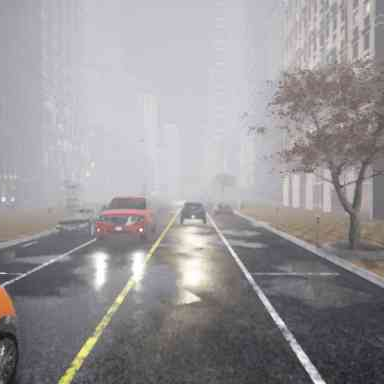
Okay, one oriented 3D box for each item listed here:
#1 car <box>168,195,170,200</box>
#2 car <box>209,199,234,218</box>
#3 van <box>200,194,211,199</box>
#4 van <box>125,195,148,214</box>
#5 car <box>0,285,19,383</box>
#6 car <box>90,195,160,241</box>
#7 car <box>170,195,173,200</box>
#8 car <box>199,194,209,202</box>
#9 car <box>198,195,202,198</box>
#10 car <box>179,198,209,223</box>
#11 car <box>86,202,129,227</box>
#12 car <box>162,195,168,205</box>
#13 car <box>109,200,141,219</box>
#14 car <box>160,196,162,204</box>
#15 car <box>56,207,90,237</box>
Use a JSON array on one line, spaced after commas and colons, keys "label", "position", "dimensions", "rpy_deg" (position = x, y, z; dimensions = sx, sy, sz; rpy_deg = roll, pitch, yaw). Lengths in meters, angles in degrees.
[{"label": "car", "position": [-5.728, 1.446, 62.710], "dimensions": [2.008, 1.369, 4.403], "rpy_deg": [-1, 0, 0]}, {"label": "car", "position": [2.667, 1.523, 28.964], "dimensions": [1.802, 1.307, 4.206], "rpy_deg": [-1, 0, 0]}, {"label": "van", "position": [2.648, 1.236, 62.714], "dimensions": [1.690, 1.788, 3.998], "rpy_deg": [-1, 0, 0]}, {"label": "van", "position": [-5.719, 1.273, 34.584], "dimensions": [1.690, 1.788, 3.998], "rpy_deg": [-1, 0, 0]}, {"label": "car", "position": [-3.072, 1.347, 1.966], "dimensions": [2.097, 1.767, 4.553], "rpy_deg": [0, 0, 0]}, {"label": "car", "position": [-3.071, 1.186, 16.707], "dimensions": [2.150, 2.045, 5.566], "rpy_deg": [0, 0, 0]}, {"label": "car", "position": [-5.737, 1.428, 85.210], "dimensions": [2.008, 1.369, 4.403], "rpy_deg": [-1, 0, 0]}, {"label": "car", "position": [2.645, 1.326, 73.964], "dimensions": [1.967, 1.590, 4.097], "rpy_deg": [-1, 0, 0]}, {"label": "car", "position": [0.081, 1.516, 45.777], "dimensions": [1.895, 1.301, 4.718], "rpy_deg": [0, 0, 0]}, {"label": "car", "position": [0.088, 1.450, 25.145], "dimensions": [1.837, 1.490, 4.892], "rpy_deg": [0, 0, 0]}, {"label": "car", "position": [-5.712, 1.476, 23.165], "dimensions": [1.752, 1.417, 4.829], "rpy_deg": [-1, 0, 0]}, {"label": "car", "position": [-5.725, 1.452, 57.086], "dimensions": [2.008, 1.369, 4.403], "rpy_deg": [-1, 0, 0]}, {"label": "car", "position": [-5.713, 1.485, 28.960], "dimensions": [1.887, 1.381, 4.507], "rpy_deg": [-1, 0, 0]}, {"label": "car", "position": [-5.721, 1.459, 45.835], "dimensions": [1.887, 1.381, 4.507], "rpy_deg": [-1, 0, 0]}, {"label": "car", "position": [-5.709, 1.511, 17.710], "dimensions": [2.008, 1.369, 4.403], "rpy_deg": [-1, 0, 0]}]
